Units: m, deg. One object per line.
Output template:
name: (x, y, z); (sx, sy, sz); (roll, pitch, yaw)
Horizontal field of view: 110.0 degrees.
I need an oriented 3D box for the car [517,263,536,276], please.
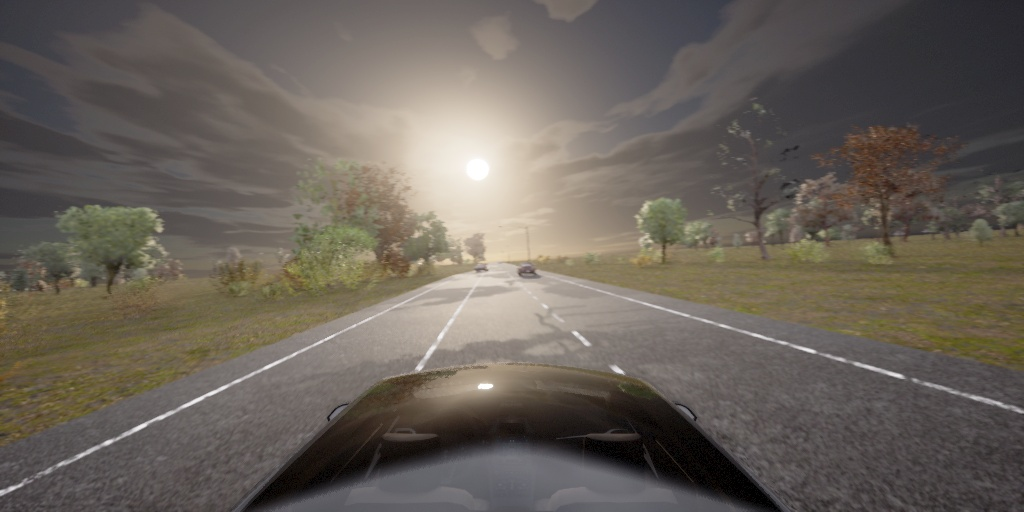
car: (1.606, 1.493, 41.315); (1.812, 1.442, 4.674); (-4, 0, -3)
